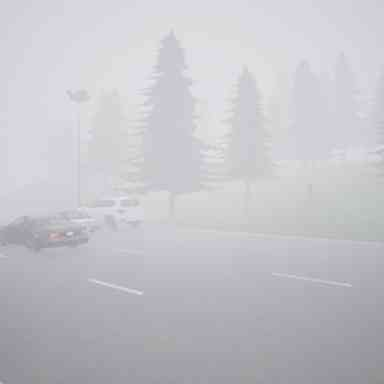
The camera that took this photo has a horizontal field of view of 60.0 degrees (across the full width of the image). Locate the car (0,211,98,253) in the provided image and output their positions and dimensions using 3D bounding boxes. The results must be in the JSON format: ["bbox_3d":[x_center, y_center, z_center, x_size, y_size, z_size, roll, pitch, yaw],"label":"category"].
[{"bbox_3d":[-6.636,1.686,14.392,5.357,1.411,2.033,-1,0,39],"label":"car"}]

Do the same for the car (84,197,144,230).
[{"bbox_3d":[-5.699,1.394,22.665,5.566,2.045,2.150,-1,0,39],"label":"car"}]

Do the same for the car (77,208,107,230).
[{"bbox_3d":[-7.372,1.773,19.513,4.718,1.301,1.895,-1,0,39],"label":"car"}]
